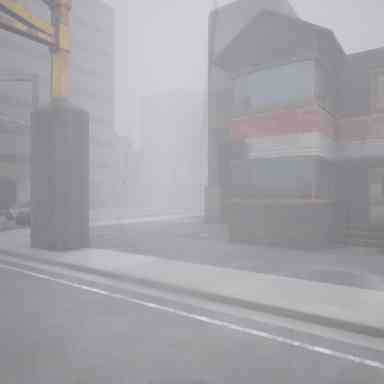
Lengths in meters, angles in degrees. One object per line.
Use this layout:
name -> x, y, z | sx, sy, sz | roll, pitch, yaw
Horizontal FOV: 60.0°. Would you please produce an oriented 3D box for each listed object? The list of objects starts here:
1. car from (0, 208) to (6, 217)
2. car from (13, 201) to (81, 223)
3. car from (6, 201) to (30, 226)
car -> -12.899, 1.295, 25.453 | 4.536, 1.218, 1.853 | 0, 0, -30
car -> -9.728, 1.295, 22.803 | 1.853, 1.218, 4.536 | 0, 0, 15
car -> -9.742, 1.453, 22.753 | 2.038, 1.542, 4.974 | 0, 0, 15
